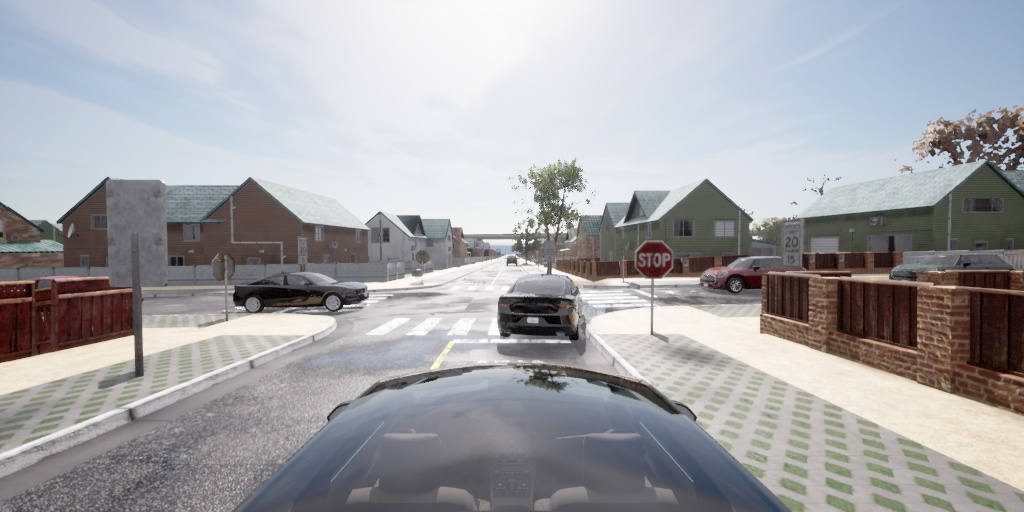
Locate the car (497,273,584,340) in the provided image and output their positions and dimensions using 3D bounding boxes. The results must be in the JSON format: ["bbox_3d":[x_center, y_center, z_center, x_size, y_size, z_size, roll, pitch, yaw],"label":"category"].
[{"bbox_3d":[0.957,1.224,10.085,1.882,1.535,5.008,0,0,12],"label":"car"}]

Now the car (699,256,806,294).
[{"bbox_3d":[11.805,0.820,17.696,4.553,1.767,2.097,-1,2,0],"label":"car"}]

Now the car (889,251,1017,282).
[{"bbox_3d":[21.700,0.646,17.768,4.553,1.767,2.097,-1,2,0],"label":"car"}]

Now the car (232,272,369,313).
[{"bbox_3d":[-8.470,1.376,14.610,5.008,1.535,1.882,-1,2,0],"label":"car"}]

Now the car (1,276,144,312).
[{"bbox_3d":[-18.023,1.546,14.547,5.008,1.535,1.882,-1,2,0],"label":"car"}]
